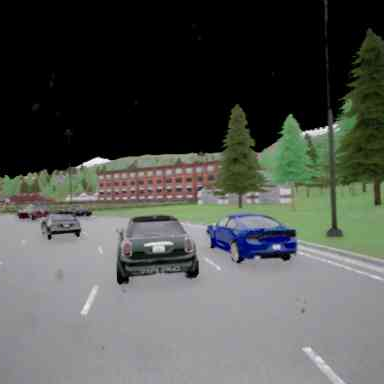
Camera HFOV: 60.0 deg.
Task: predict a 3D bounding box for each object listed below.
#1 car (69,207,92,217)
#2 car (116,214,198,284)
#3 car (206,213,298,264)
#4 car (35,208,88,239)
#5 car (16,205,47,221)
[{"bbox_3d":[-13.814,2.387,39.186,4.718,1.301,1.895,-2,-1,41],"label":"car"},{"bbox_3d":[-1.263,1.482,10.418,2.097,1.767,4.553,-2,0,-12],"label":"car"},{"bbox_3d":[1.928,1.518,12.253,1.882,1.535,5.008,-1,-1,-14],"label":"car"},{"bbox_3d":[-8.247,1.994,20.718,2.033,1.411,5.357,-1,-1,-30],"label":"car"},{"bbox_3d":[-18.141,2.269,37.923,4.553,1.767,2.097,-2,0,39],"label":"car"}]
